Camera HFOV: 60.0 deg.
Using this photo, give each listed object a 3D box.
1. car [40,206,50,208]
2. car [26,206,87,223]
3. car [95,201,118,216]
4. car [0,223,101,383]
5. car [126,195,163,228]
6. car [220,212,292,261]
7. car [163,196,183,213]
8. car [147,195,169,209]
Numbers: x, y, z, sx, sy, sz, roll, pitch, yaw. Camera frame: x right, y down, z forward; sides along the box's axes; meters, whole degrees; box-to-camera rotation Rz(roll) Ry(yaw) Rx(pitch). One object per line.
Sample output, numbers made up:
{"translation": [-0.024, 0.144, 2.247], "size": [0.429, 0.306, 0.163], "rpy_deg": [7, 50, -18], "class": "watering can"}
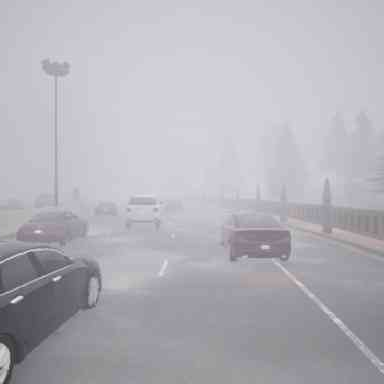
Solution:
{"translation": [-17.778, 1.220, 40.504], "size": [2.150, 2.045, 5.566], "rpy_deg": [0, 0, -18], "class": "car"}
{"translation": [-6.240, 1.564, 15.367], "size": [1.994, 1.385, 4.181], "rpy_deg": [0, 0, -2], "class": "car"}
{"translation": [-8.302, 1.563, 32.412], "size": [1.994, 1.385, 4.181], "rpy_deg": [0, 0, -11], "class": "car"}
{"translation": [-2.887, 1.506, 4.962], "size": [1.837, 1.490, 4.892], "rpy_deg": [0, 0, 4], "class": "car"}
{"translation": [-3.215, 1.223, 22.569], "size": [2.150, 2.045, 5.566], "rpy_deg": [0, 0, -5], "class": "car"}
{"translation": [2.149, 1.478, 12.296], "size": [1.882, 1.535, 5.008], "rpy_deg": [0, 0, 0], "class": "car"}
{"translation": [-2.263, 1.505, 37.527], "size": [1.837, 1.490, 4.892], "rpy_deg": [0, 0, -14], "class": "car"}
{"translation": [-4.896, 1.352, 47.049], "size": [2.097, 1.767, 4.553], "rpy_deg": [0, 0, -20], "class": "car"}
